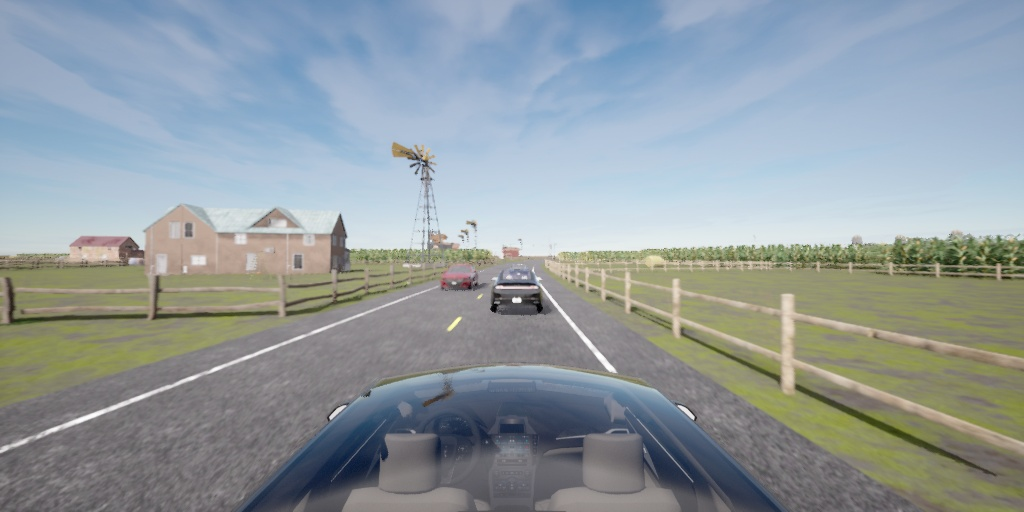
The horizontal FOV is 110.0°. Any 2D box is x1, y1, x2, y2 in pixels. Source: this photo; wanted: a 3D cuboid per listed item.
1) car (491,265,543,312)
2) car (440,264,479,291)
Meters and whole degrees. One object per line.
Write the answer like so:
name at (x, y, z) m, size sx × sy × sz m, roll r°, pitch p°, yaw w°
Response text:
car at (0.194, 1.274, 14.401) m, size 2.128 × 1.511 × 4.902 m, roll 0°, pitch 0°, yaw 1°
car at (-3.211, 1.276, 22.727) m, size 1.882 × 1.535 × 5.008 m, roll 0°, pitch 0°, yaw 1°
